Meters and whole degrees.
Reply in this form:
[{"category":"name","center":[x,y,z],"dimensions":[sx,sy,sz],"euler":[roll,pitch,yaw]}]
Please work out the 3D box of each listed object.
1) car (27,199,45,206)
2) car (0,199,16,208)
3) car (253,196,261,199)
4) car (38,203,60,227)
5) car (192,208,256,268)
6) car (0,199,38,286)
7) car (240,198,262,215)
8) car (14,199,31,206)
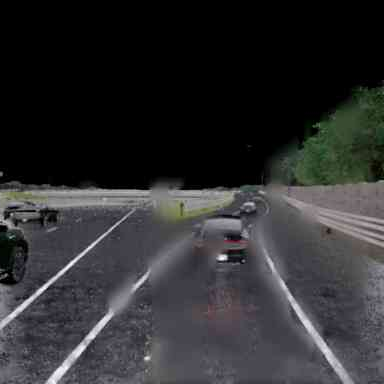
[{"category":"car","center":[-33.986,2.290,72.511],"dimensions":[2.033,1.411,5.357],"euler":[0,-1,-7]},{"category":"car","center":[-32.169,1.903,56.998],"dimensions":[1.837,1.490,4.892],"euler":[0,-1,-6]},{"category":"car","center":[13.575,1.560,69.755],"dimensions":[1.895,1.301,4.718],"euler":[0,1,10]},{"category":"car","center":[-10.361,1.506,22.459],"dimensions":[2.128,1.511,4.902],"euler":[0,0,-7]},{"category":"car","center":[1.099,1.530,11.403],"dimensions":[1.837,1.490,4.892],"euler":[0,0,7]},{"category":"car","center":[-5.014,1.201,6.156],"dimensions":[2.150,2.045,5.566],"euler":[0,0,-7]},{"category":"car","center":[6.223,1.716,35.810],"dimensions":[1.812,1.442,4.674],"euler":[0,0,14]},{"category":"car","center":[-37.684,2.279,73.986],"dimensions":[1.837,1.490,4.892],"euler":[0,-2,-7]}]
